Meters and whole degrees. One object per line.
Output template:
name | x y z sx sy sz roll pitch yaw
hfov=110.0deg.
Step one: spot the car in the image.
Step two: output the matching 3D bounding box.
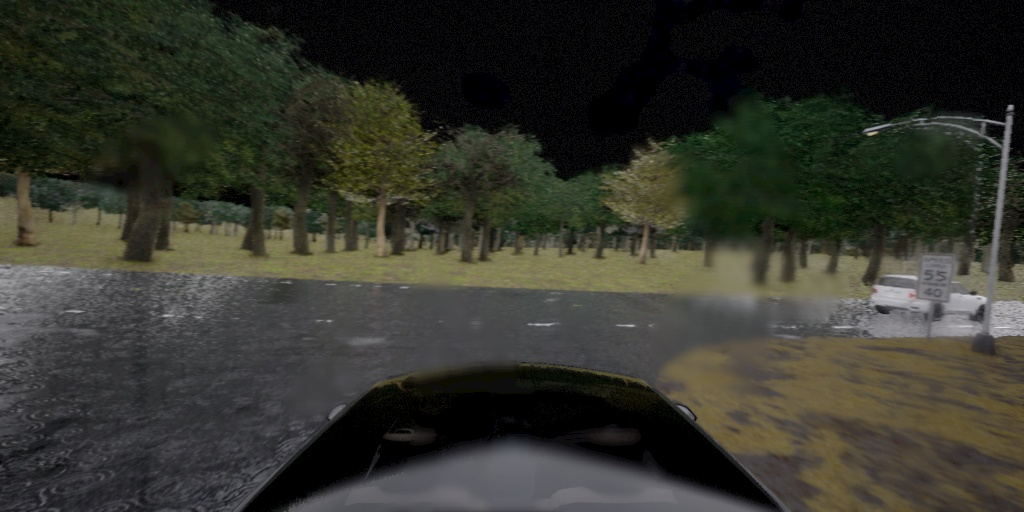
car | 20.868 2.117 17.901 5.566 2.045 2.150 3 2 -15
